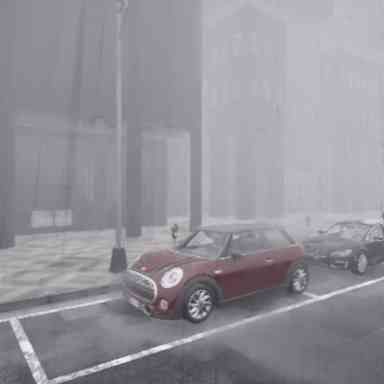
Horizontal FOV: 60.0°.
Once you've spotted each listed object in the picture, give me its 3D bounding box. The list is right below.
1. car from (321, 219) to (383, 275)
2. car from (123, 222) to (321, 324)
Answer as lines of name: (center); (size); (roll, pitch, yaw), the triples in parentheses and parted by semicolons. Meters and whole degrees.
car: (5.174, 1.548, 10.343); (4.403, 1.369, 2.008); (0, 0, -36)
car: (0.609, 1.439, 7.084); (4.097, 1.590, 1.967); (0, 0, -36)
